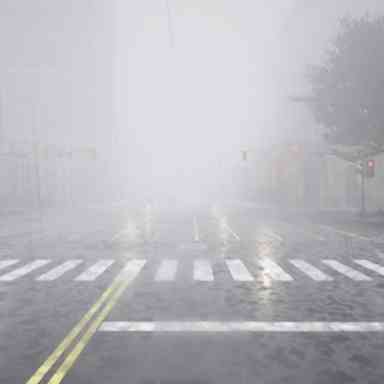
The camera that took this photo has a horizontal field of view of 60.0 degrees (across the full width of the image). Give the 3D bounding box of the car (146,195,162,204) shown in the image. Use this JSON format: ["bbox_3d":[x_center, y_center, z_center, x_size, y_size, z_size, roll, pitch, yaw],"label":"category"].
[{"bbox_3d":[-7.064,1.513,60.591,1.994,1.385,4.181,0,0,0],"label":"car"}]

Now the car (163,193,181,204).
[{"bbox_3d":[-3.565,1.300,60.592,2.097,1.767,4.553,0,0,1],"label":"car"}]

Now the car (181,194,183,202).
[{"bbox_3d":[-3.347,1.160,76.881,2.150,2.045,5.566,0,0,1],"label":"car"}]
